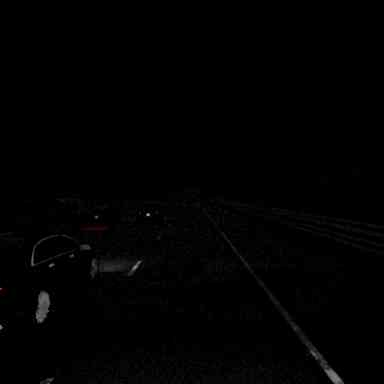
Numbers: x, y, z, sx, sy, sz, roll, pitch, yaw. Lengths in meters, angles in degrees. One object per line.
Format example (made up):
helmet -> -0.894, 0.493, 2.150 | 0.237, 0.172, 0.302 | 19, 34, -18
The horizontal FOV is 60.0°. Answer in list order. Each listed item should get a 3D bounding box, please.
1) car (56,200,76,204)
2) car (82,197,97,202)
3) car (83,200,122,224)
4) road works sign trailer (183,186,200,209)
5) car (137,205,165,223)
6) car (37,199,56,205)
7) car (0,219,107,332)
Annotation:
car -> -21.038, 2.033, 57.050 | 1.895, 1.301, 4.718 | 0, 0, 1
car -> -17.546, 1.785, 57.167 | 2.097, 1.767, 4.553 | 0, 0, 1
car -> -6.898, 1.679, 26.497 | 1.882, 1.535, 5.008 | 0, 0, 0
road works sign trailer -> 0.003, 0.854, 51.368 | 2.380, 3.560, 2.880 | 0, 0, 0
car -> -3.398, 1.776, 27.875 | 1.994, 1.385, 4.181 | 0, 0, 0
car -> -24.526, 1.980, 57.031 | 2.033, 1.411, 5.357 | 0, 0, 1
car -> -3.399, 1.558, 6.939 | 1.837, 1.490, 4.892 | 0, 0, 0
